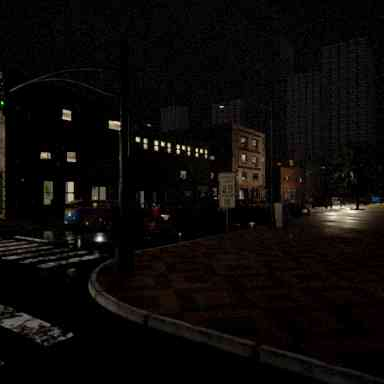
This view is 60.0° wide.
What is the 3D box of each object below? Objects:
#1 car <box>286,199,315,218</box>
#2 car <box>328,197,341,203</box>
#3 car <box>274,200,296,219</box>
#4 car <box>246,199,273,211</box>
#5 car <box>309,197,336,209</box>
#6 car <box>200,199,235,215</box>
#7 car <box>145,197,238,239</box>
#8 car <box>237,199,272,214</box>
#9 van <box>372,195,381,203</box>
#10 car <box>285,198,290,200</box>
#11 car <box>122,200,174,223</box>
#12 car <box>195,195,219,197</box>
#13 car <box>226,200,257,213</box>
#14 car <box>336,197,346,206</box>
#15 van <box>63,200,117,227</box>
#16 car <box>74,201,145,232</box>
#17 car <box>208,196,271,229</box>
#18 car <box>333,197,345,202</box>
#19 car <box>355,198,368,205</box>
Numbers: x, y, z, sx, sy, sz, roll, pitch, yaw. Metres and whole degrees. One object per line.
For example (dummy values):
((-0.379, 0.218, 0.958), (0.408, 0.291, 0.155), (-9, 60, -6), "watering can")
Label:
((9.718, 1.657, 31.313), (1.947, 1.339, 4.313), (-1, -1, 35), "car")
((34.805, 1.914, 81.233), (2.008, 1.369, 4.403), (-1, -1, 35), "car")
((6.525, 1.616, 26.804), (1.887, 1.381, 4.507), (-1, -1, 35), "car")
((9.263, 1.722, 45.169), (2.008, 1.369, 4.403), (-1, -1, 35), "car")
((19.485, 1.536, 49.578), (2.097, 1.767, 4.553), (0, 0, 35), "car")
((2.877, 1.569, 36.155), (1.967, 1.590, 4.097), (-1, -1, 35), "car")
((0.138, 1.349, 17.790), (2.192, 1.841, 5.009), (-1, -1, 35), "car")
((7.159, 1.609, 37.694), (1.882, 1.535, 5.008), (0, 0, 36), "car")
((44.837, 1.694, 80.903), (1.690, 1.788, 3.998), (-1, -1, 35), "van")
((15.549, 1.741, 54.046), (1.752, 1.417, 4.829), (-1, -1, 35), "car")
((-3.509, 1.530, 27.138), (1.967, 1.590, 4.097), (-1, -1, 35), "car")
((1.117, 1.315, 29.184), (2.150, 2.045, 5.566), (0, 0, 35), "car")
((6.070, 1.700, 40.661), (2.008, 1.369, 4.403), (-1, -1, 35), "car")
((25.356, 1.828, 57.867), (1.895, 1.301, 4.718), (0, 0, 36), "car")
((-6.701, 1.413, 22.631), (1.690, 1.788, 3.998), (-1, 0, 35), "van")
((-4.584, 1.538, 21.137), (1.882, 1.535, 5.008), (0, 0, 35), "car")
((3.331, 1.367, 22.298), (2.192, 1.841, 5.009), (-1, -1, 35), "car")
((37.998, 1.935, 85.741), (1.887, 1.381, 4.507), (-1, -1, 35), "car")
((32.067, 1.801, 62.868), (2.008, 1.369, 4.403), (-1, -1, 35), "car")
